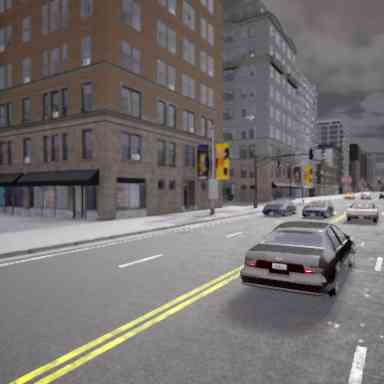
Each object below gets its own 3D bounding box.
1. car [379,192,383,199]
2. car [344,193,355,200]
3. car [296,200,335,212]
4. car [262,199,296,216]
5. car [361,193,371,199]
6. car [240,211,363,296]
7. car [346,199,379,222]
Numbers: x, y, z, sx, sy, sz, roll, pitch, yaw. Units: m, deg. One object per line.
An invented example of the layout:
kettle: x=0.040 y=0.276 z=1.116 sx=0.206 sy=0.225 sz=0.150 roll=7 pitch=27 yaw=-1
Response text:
car: x=44.293 y=0.844 z=76.589 sx=1.882 sy=1.535 sz=5.008 roll=0 pitch=0 yaw=31
car: x=34.868 y=0.908 z=73.612 sx=1.882 sy=1.535 sz=5.008 roll=0 pitch=0 yaw=31
car: x=10.555 y=1.343 z=27.510 sx=2.033 sy=1.411 sz=5.357 roll=0 pitch=0 yaw=32
car: x=7.893 y=1.344 z=29.381 sx=2.033 sy=1.411 sz=5.357 roll=0 pitch=0 yaw=32
car: x=37.644 y=0.953 z=71.921 sx=2.128 sy=1.511 sz=4.902 roll=0 pitch=0 yaw=31
car: x=3.018 y=1.483 z=8.646 sx=2.033 sy=1.411 sz=5.357 roll=0 pitch=0 yaw=31
car: x=12.561 y=1.405 z=24.308 sx=1.895 sy=1.301 sz=4.718 roll=0 pitch=0 yaw=31
